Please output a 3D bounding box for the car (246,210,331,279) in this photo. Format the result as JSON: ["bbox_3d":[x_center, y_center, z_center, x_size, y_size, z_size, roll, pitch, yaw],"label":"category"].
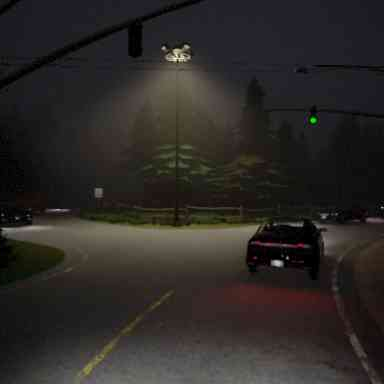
[{"bbox_3d":[3.029,1.521,10.285,2.128,1.511,4.902,0,0,23],"label":"car"}]

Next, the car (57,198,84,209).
[{"bbox_3d":[-16.084,1.549,44.315,1.994,1.385,4.181,0,0,11],"label":"car"}]

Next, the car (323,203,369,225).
[{"bbox_3d":[11.505,1.579,25.355,4.902,1.511,2.128,0,0,-35],"label":"car"}]

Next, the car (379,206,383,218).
[{"bbox_3d":[19.153,1.486,30.505,4.553,1.767,2.097,0,0,-33],"label":"car"}]

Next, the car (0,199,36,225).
[{"bbox_3d":[-12.594,1.488,23.707,1.837,1.490,4.892,0,0,-31],"label":"car"}]

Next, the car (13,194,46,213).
[{"bbox_3d":[-16.404,1.194,33.382,2.150,2.045,5.566,0,0,-8],"label":"car"}]
